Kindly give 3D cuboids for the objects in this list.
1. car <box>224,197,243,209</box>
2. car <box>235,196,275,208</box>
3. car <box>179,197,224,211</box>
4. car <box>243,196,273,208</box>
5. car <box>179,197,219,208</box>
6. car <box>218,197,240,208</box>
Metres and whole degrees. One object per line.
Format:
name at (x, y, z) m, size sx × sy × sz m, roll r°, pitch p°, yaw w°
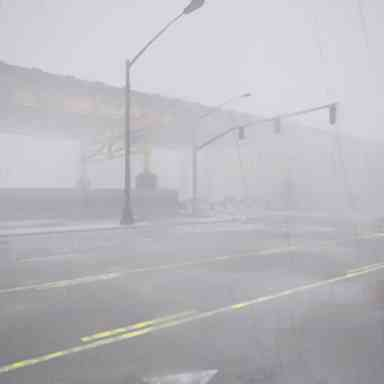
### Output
car at (4.675, 1.389, 41.813) m, size 2.038 × 1.542 × 4.974 m, roll 0°, pitch 0°, yaw 18°
car at (8.586, 1.389, 45.572) m, size 4.974 × 1.542 × 2.038 m, roll 0°, pitch 0°, yaw -7°
car at (0.930, 1.387, 39.129) m, size 4.974 × 1.542 × 2.038 m, roll 0°, pitch 0°, yaw 8°
car at (8.535, 1.231, 45.566) m, size 4.536 × 1.218 × 1.853 m, roll 0°, pitch 0°, yaw -7°
car at (0.879, 1.230, 39.135) m, size 4.536 × 1.218 × 1.853 m, roll 0°, pitch 0°, yaw 8°
car at (4.692, 1.231, 41.862) m, size 1.853 × 1.218 × 4.536 m, roll 0°, pitch 0°, yaw 18°
